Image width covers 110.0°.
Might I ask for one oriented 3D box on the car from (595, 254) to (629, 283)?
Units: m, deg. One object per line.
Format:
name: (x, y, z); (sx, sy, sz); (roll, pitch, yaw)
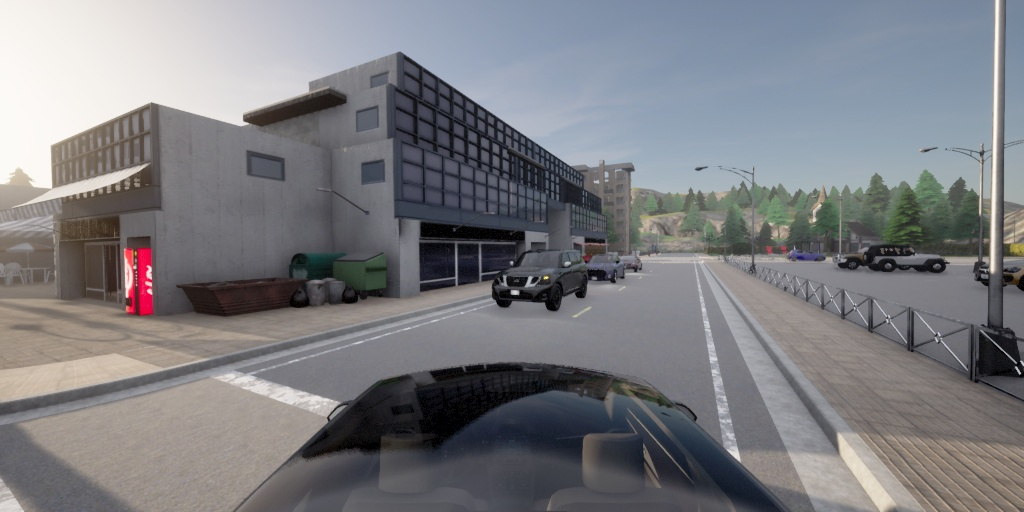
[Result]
car: (5.744, 0.659, 22.595); (2.097, 1.767, 4.553); (0, 1, 27)

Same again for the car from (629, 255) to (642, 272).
car: (10.340, 0.606, 31.737); (1.812, 1.442, 4.674); (0, 1, 27)

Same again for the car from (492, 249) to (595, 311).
car: (1.330, 0.747, 13.804); (2.150, 2.045, 5.566); (0, 1, 27)
